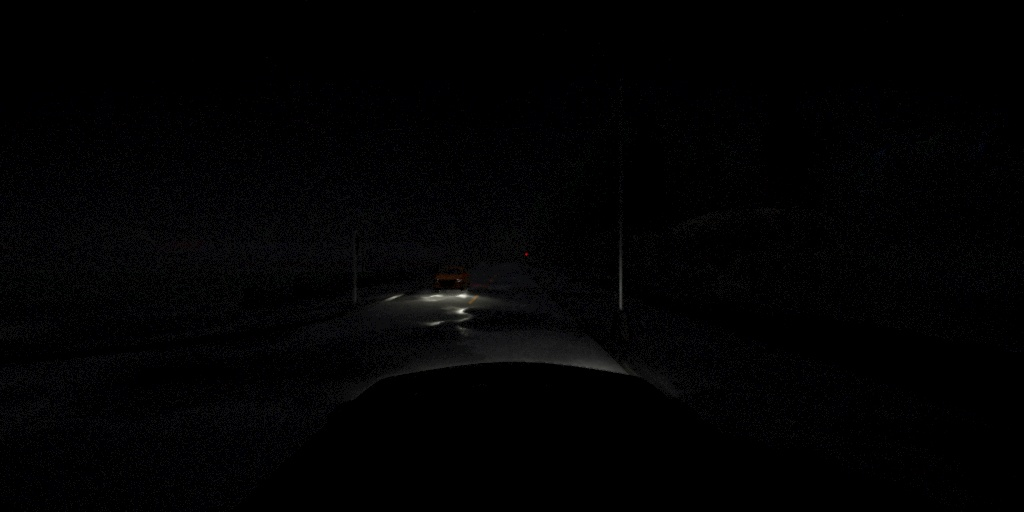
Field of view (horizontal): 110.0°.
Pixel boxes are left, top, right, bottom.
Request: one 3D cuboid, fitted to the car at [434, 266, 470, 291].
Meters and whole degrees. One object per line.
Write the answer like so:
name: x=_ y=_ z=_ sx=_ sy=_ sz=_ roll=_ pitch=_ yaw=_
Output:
car: x=-4.001 y=1.485 z=24.568 sx=1.882 sy=1.535 sz=5.008 roll=0 pitch=-1 yaw=0
